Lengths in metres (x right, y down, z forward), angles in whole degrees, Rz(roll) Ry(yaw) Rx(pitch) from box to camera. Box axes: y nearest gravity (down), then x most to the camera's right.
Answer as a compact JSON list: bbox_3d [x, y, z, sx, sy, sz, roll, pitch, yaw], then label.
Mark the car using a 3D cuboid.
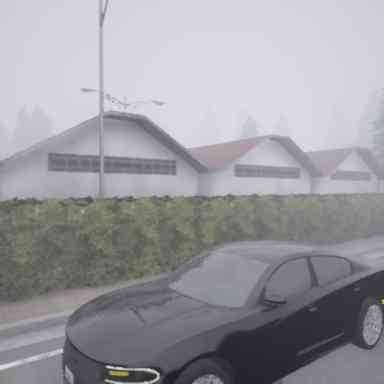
[{"bbox_3d":[0.857,1.465,4.625,5.008,1.535,1.882,0,0,-36],"label":"car"}]
